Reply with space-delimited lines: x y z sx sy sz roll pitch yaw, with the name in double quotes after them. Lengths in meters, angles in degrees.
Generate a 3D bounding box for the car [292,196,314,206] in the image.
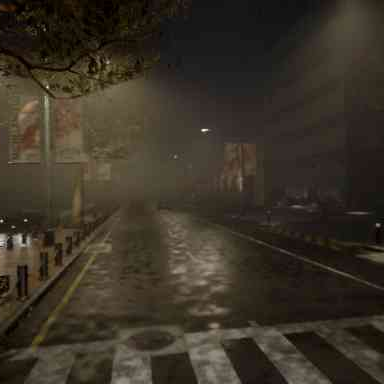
15.393 1.249 46.595 2.161 1.482 4.786 -1 0 -10 "car"

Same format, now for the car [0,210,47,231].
-12.066 1.995 24.049 1.895 1.301 4.718 -1 0 -9 "car"

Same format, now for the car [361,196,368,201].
26.893 1.031 48.160 1.895 1.301 4.718 -1 0 -10 "car"

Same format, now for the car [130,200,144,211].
-7.988 1.880 48.448 1.882 1.535 5.008 -1 0 -9 "car"

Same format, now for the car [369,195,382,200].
21.524 0.960 35.277 2.002 1.452 4.674 -1 0 -10 "car"

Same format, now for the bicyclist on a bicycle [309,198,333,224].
8.164 1.198 21.077 1.656 1.620 0.582 -2 0 -10 "bicyclist on a bicycle"

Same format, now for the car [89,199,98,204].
-27.116 2.600 91.551 1.994 1.385 4.181 -1 0 -10 "car"

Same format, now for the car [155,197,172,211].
-3.840 1.837 45.090 2.033 1.411 5.357 -1 0 -9 "car"
